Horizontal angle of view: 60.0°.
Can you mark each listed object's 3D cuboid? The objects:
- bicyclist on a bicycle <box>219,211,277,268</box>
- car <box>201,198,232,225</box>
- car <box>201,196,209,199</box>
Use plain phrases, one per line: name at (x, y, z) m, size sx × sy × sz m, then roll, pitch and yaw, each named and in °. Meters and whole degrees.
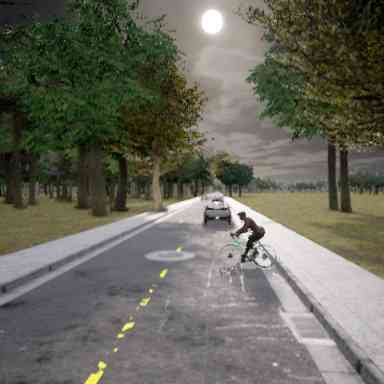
bicyclist on a bicycle at (1.591, 1.376, 9.514) m, size 1.656 × 1.620 × 0.582 m, roll 0°, pitch 0°, yaw 4°
car at (1.831, 1.434, 23.709) m, size 2.128 × 1.511 × 4.902 m, roll 0°, pitch 0°, yaw 4°
car at (2.943, 1.452, 74.992) m, size 1.895 × 1.301 × 4.718 m, roll 0°, pitch 0°, yaw 4°
